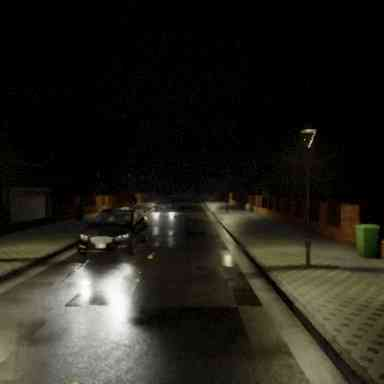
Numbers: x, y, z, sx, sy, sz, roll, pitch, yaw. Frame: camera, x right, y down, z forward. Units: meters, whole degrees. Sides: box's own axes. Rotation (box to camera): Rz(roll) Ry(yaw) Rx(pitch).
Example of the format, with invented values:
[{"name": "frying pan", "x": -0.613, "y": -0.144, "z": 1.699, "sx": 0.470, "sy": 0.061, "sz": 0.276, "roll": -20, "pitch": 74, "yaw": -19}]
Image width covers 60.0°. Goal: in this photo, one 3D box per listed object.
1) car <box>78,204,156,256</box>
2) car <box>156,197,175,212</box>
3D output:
[{"name": "car", "x": -2.822, "y": 1.397, "z": 12.780, "sx": 2.128, "sy": 1.511, "sz": 4.902, "roll": 0, "pitch": 0, "yaw": 0}, {"name": "car", "x": -2.765, "y": 1.242, "z": 34.887, "sx": 1.812, "sy": 1.442, "sz": 4.674, "roll": 0, "pitch": 0, "yaw": 0}]
